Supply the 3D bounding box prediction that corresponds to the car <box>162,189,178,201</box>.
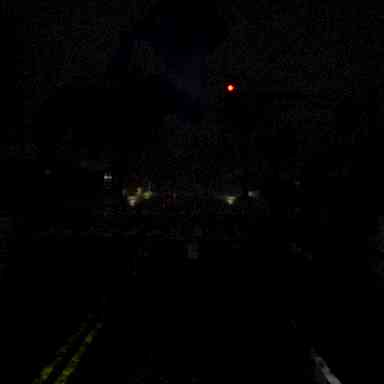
[{"bbox_3d":[-3.243,0.323,49.049,2.097,1.767,4.553,0,1,0],"label":"car"}]
